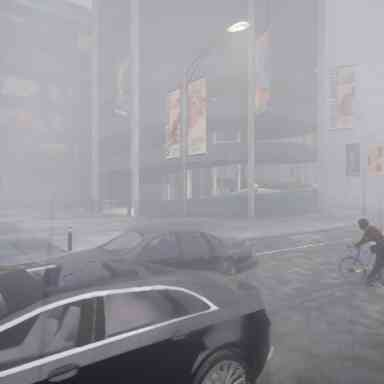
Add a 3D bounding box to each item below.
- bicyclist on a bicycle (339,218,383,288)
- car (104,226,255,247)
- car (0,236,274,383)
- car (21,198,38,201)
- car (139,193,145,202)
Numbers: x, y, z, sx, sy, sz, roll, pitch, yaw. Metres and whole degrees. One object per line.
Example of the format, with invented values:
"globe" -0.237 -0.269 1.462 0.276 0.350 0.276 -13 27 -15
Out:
"bicyclist on a bicycle" 4.205 1.455 7.808 0.582 1.620 1.656 0 -2 -36
"car" -0.797 1.547 7.745 5.357 1.411 2.033 0 0 -36
"car" -1.368 1.492 3.040 4.902 1.511 2.128 0 0 -36
"car" -25.528 1.463 52.433 1.895 1.301 4.718 0 0 -36
"car" -11.022 1.029 63.943 2.435 2.045 5.566 0 0 -36
